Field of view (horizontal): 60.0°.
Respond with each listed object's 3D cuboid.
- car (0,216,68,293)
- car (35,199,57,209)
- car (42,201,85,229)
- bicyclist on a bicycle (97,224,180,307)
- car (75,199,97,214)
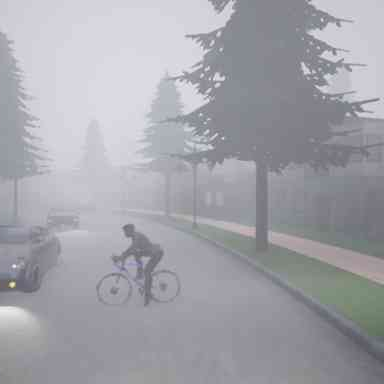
[{"bbox_3d":[-4.698,1.563,8.558,1.994,1.385,4.181,0,0,-10],"label":"car"},{"bbox_3d":[-19.085,1.597,44.034,4.718,1.301,1.895,0,0,45],"label":"car"},{"bbox_3d":[-8.383,1.546,21.590,2.033,1.411,5.357,0,0,-22],"label":"car"},{"bbox_3d":[-1.064,1.450,6.594,1.656,1.620,0.582,-2,0,-8],"label":"bicyclist on a bicycle"},{"bbox_3d":[-11.563,1.475,35.009,1.882,1.535,5.008,0,0,-34],"label":"car"}]
